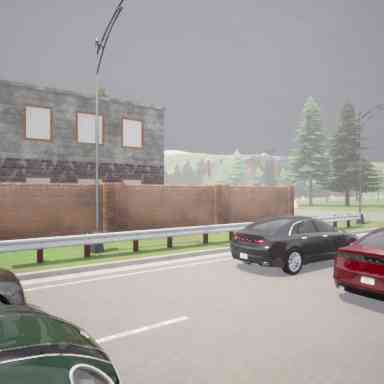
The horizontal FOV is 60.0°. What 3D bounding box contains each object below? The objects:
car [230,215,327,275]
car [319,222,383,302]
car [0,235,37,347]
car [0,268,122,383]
[{"bbox_3d":[3.400,1.505,10.515,4.892,1.490,1.837,0,0,-35],"label":"car"},{"bbox_3d":[5.258,1.478,7.543,5.008,1.535,1.882,0,0,-35],"label":"car"},{"bbox_3d":[-4.673,1.564,4.712,4.181,1.385,1.994,0,0,-36],"label":"car"},{"bbox_3d":[-2.647,1.352,1.859,4.553,1.767,2.097,0,0,-35],"label":"car"}]
